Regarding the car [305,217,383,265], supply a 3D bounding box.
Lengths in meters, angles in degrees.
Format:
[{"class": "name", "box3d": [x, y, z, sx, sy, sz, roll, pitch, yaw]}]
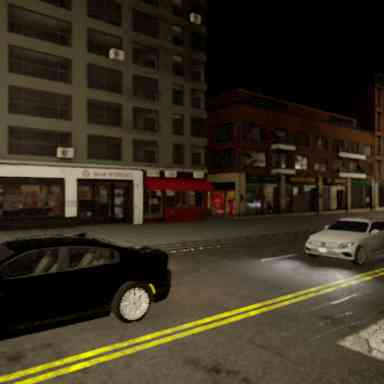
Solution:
[{"class": "car", "box3d": [6.188, 1.688, 12.427, 4.674, 1.442, 1.812, 1, -1, -37]}]

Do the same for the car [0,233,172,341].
[{"class": "car", "box3d": [-2.703, 1.517, 5.702, 5.008, 1.535, 1.882, 1, -1, -37]}]
